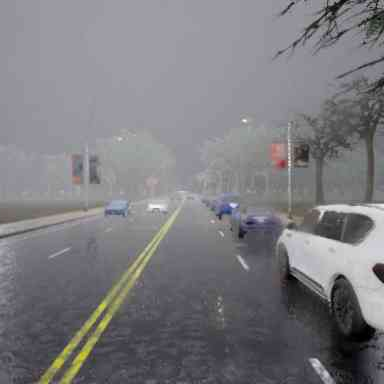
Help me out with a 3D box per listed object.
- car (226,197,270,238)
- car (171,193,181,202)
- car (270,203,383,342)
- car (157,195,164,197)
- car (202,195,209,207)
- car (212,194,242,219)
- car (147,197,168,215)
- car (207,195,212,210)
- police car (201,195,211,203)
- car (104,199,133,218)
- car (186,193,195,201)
[{"bbox_3d":[3.231,1.348,17.670,2.097,1.767,4.553,0,0,0],"label":"car"},{"bbox_3d":[-3.548,1.147,74.654,2.150,2.045,5.566,0,0,0],"label":"car"},{"bbox_3d":[3.346,1.218,6.613,2.150,2.045,5.566,0,0,0],"label":"car"},{"bbox_3d":[-6.776,1.434,71.746,1.837,1.490,4.892,0,0,0],"label":"car"},{"bbox_3d":[3.109,1.495,50.746,2.163,1.488,4.792,0,0,0],"label":"car"},{"bbox_3d":[3.203,1.215,28.735,2.150,2.045,5.566,0,0,0],"label":"car"},{"bbox_3d":[-3.411,1.519,33.919,1.812,1.442,4.674,0,0,0],"label":"car"},{"bbox_3d":[3.162,1.497,39.711,1.837,1.490,4.892,0,0,0],"label":"car"},{"bbox_3d":[2.966,1.494,72.727,2.038,1.542,4.974,0,0,0],"label":"police car"},{"bbox_3d":[-6.652,1.472,30.548,1.882,1.535,5.008,0,0,0],"label":"car"},{"bbox_3d":[-0.352,1.384,81.712,1.812,1.442,4.674,0,0,-1],"label":"car"}]
